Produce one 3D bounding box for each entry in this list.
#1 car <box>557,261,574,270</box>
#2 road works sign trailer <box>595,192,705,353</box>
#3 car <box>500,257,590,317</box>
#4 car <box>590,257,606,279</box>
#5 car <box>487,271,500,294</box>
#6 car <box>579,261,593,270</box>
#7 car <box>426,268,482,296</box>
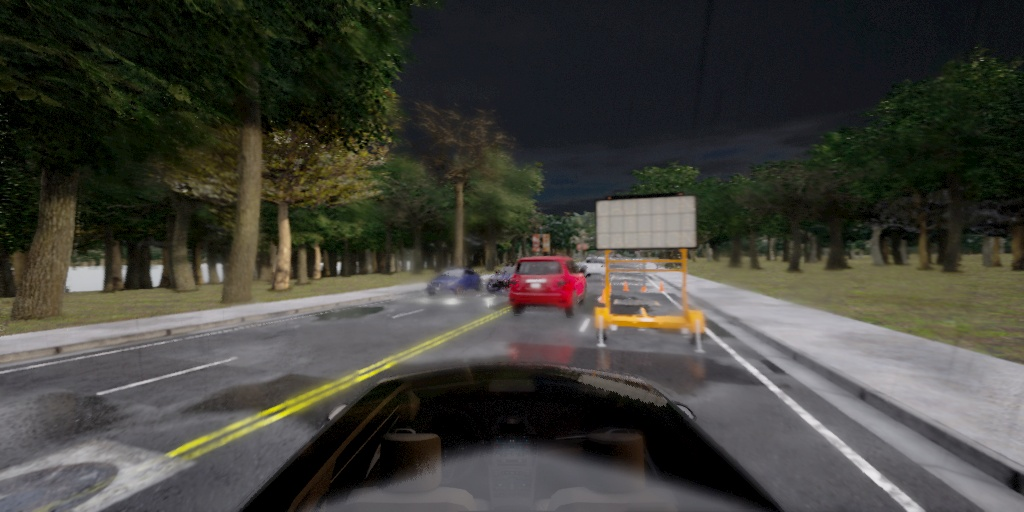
[{"bbox_3d":[8.940,1.549,59.543,2.128,1.511,4.902,-1,0,18],"label":"car"},{"bbox_3d":[3.387,0.244,9.126,2.380,3.560,2.880,0,0,17],"label":"road works sign trailer"},{"bbox_3d":[1.559,1.056,13.896,2.150,2.045,5.566,-1,0,17],"label":"car"},{"bbox_3d":[8.400,1.143,35.810,2.150,2.045,5.566,-1,0,17],"label":"car"},{"bbox_3d":[0.187,1.255,21.103,2.097,1.767,4.553,-1,0,17],"label":"car"},{"bbox_3d":[12.286,1.545,59.331,1.812,1.442,4.674,-1,0,18],"label":"car"},{"bbox_3d":[-3.224,1.462,21.078,1.812,1.442,4.674,-1,0,17],"label":"car"}]
